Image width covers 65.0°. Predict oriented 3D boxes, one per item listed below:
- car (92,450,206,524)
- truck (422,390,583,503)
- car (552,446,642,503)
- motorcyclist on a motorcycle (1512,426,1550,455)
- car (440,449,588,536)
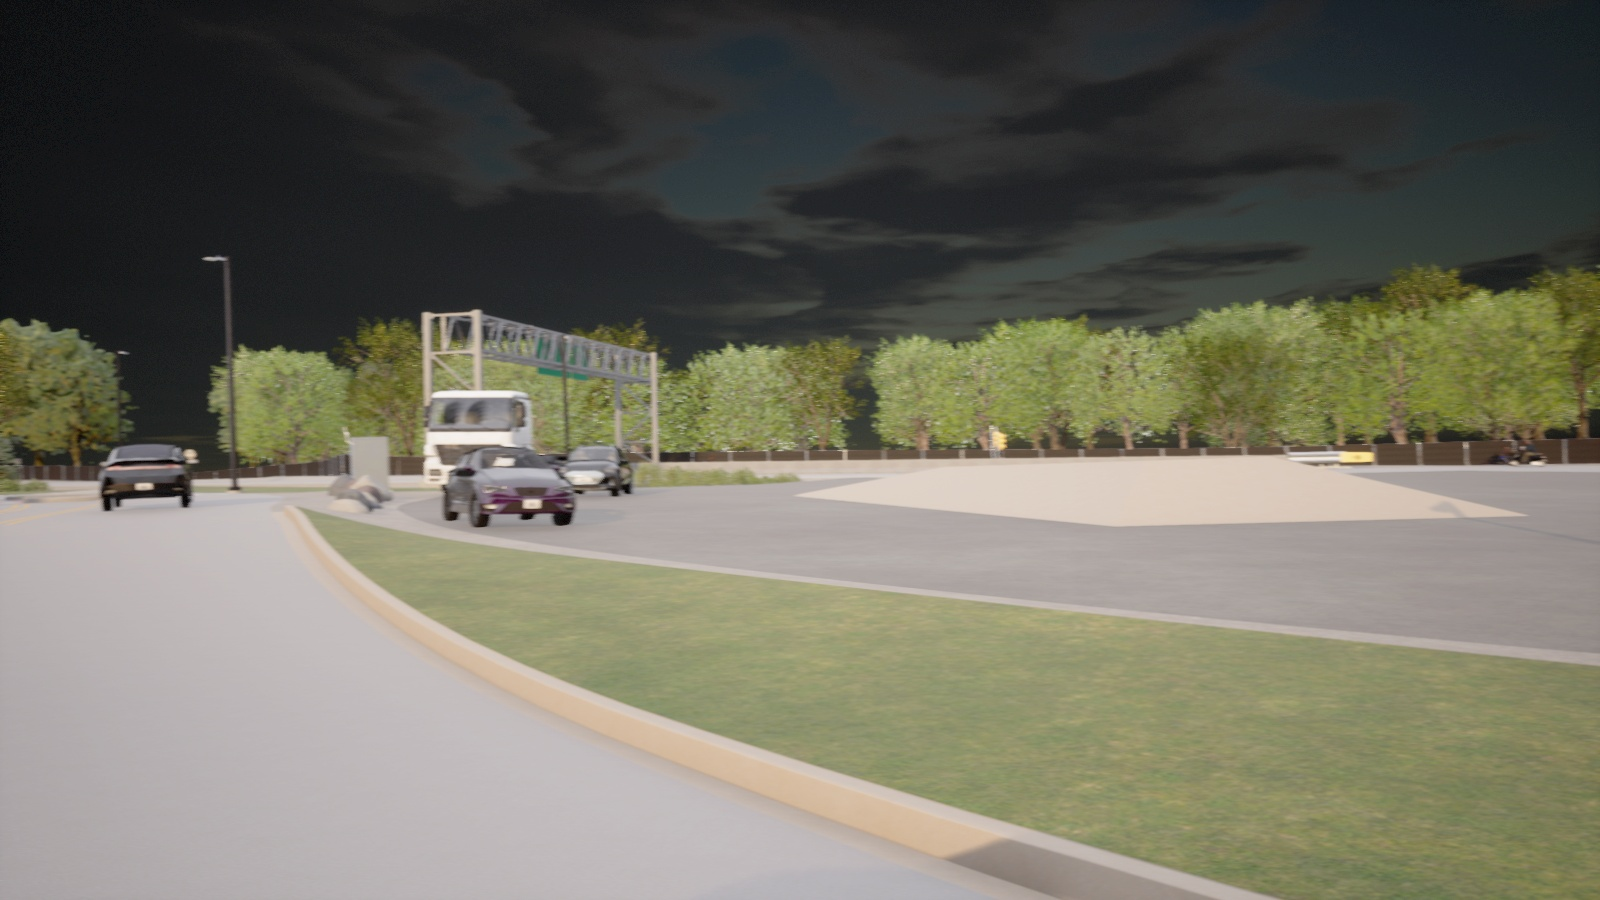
[{"bbox_3d":[-15.461,0.860,30.048,2.128,1.511,4.902,-3,0,-25],"label":"car"},{"bbox_3d":[-9.933,-0.071,42.979,2.891,3.462,7.936,-1,-1,6],"label":"truck"},{"bbox_3d":[-6.362,0.742,39.848,2.033,1.649,4.856,-1,-1,0],"label":"car"},{"bbox_3d":[41.819,-0.558,71.840,1.817,1.590,0.866,-2,0,27],"label":"motorcyclist on a motorcycle"},{"bbox_3d":[-5.511,0.766,23.805,1.816,1.474,4.193,-1,-1,-26],"label":"car"}]
